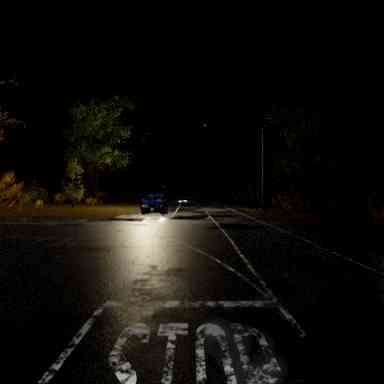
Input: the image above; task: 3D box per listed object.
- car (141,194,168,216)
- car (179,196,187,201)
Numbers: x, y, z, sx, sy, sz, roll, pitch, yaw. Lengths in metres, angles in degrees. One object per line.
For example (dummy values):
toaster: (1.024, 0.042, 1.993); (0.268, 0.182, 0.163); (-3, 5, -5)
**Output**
car: (-3.601, 1.240, 32.588); (2.150, 2.045, 5.566); (0, 0, 0)
car: (-2.413, 1.660, 90.455); (1.895, 1.301, 4.718); (0, 0, 6)
